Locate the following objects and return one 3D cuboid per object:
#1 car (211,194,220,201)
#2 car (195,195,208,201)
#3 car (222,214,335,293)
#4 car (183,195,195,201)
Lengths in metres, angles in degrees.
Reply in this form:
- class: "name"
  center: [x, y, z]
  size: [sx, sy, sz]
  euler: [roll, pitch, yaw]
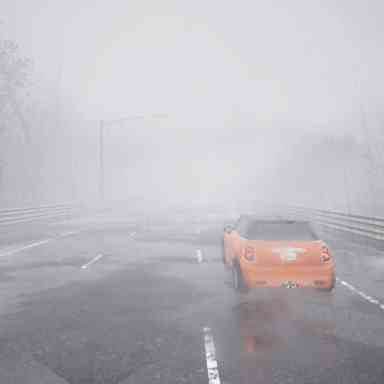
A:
- class: "car"
  center: [5.953, 1.437, 86.310]
  size: [2.097, 1.767, 4.553]
  euler: [0, 0, 6]
- class: "car"
  center: [2.397, 1.676, 85.897]
  size: [1.895, 1.301, 4.718]
  euler: [0, 0, 6]
- class: "car"
  center: [2.005, 1.353, 9.001]
  size: [2.097, 1.767, 4.553]
  euler: [0, 0, 0]
- class: "car"
  center: [-1.132, 1.621, 85.775]
  size: [2.033, 1.411, 5.357]
  euler: [0, 0, 6]
